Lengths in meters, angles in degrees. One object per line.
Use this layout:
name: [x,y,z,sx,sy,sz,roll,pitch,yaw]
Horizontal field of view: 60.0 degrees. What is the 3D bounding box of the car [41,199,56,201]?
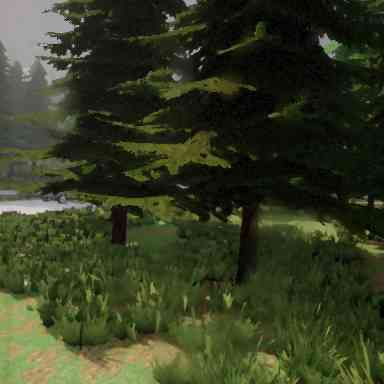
car: [-9.896,0.050,26.706,1.837,1.490,4.892,5,3,24]
